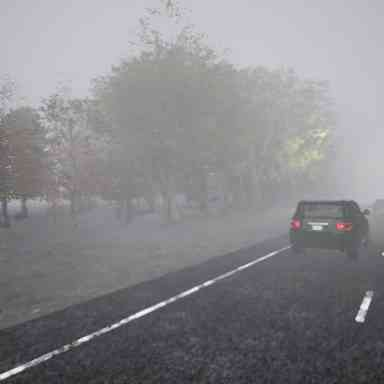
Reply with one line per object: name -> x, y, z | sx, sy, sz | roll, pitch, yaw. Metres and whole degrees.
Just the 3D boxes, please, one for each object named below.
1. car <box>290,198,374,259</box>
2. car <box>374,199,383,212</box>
car -> 5.543, 1.260, 13.048 | 2.150, 2.045, 5.566 | -1, 0, 33
car -> 21.900, 1.550, 38.139 | 1.837, 1.490, 4.892 | -1, 0, 33
